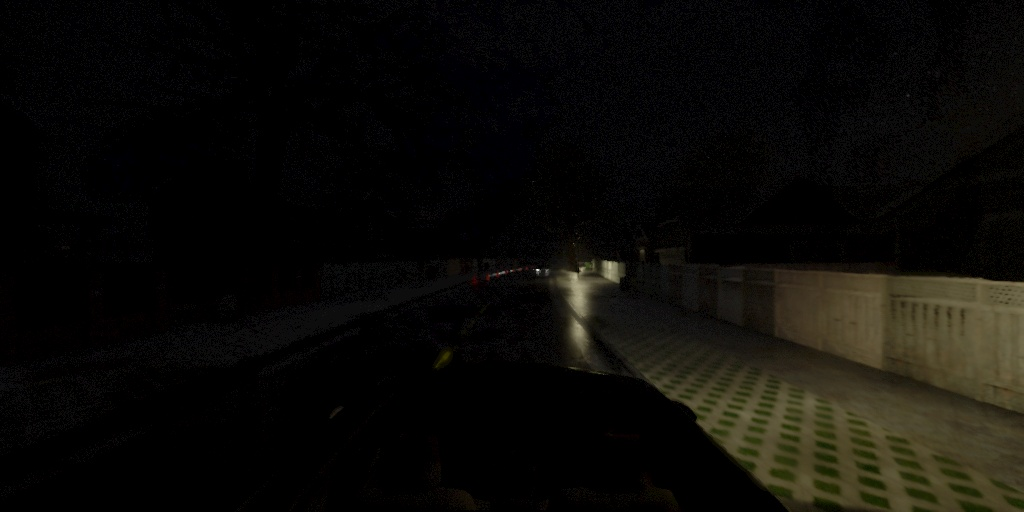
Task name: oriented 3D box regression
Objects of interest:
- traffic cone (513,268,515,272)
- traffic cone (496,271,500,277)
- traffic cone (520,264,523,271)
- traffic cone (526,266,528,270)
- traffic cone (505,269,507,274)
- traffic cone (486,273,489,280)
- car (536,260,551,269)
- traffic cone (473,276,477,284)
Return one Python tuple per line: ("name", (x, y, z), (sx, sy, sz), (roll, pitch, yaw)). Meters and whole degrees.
("traffic cone", (0.219, 1.788, 45.640), (0.340, 0.580, 0.340), (0, 0, 10))
("traffic cone", (-1.411, 1.757, 35.670), (0.340, 0.580, 0.340), (0, 0, 8))
("traffic cone", (1.188, 1.807, 50.597), (0.340, 0.580, 0.340), (0, 0, 12))
("traffic cone", (2.259, 1.828, 55.534), (0.340, 0.580, 0.340), (0, 0, 13))
("traffic cone", (-0.647, 1.771, 40.662), (0.340, 0.580, 0.340), (0, 0, 9))
("traffic cone", (-2.073, 1.745, 30.662), (0.340, 0.580, 0.340), (0, 0, 7))
("car", (5.286, 1.396, 59.560), (1.837, 1.490, 4.892), (0, 0, 14))
("traffic cone", (-2.631, 1.734, 25.641), (0.340, 0.580, 0.340), (0, 0, 6))
